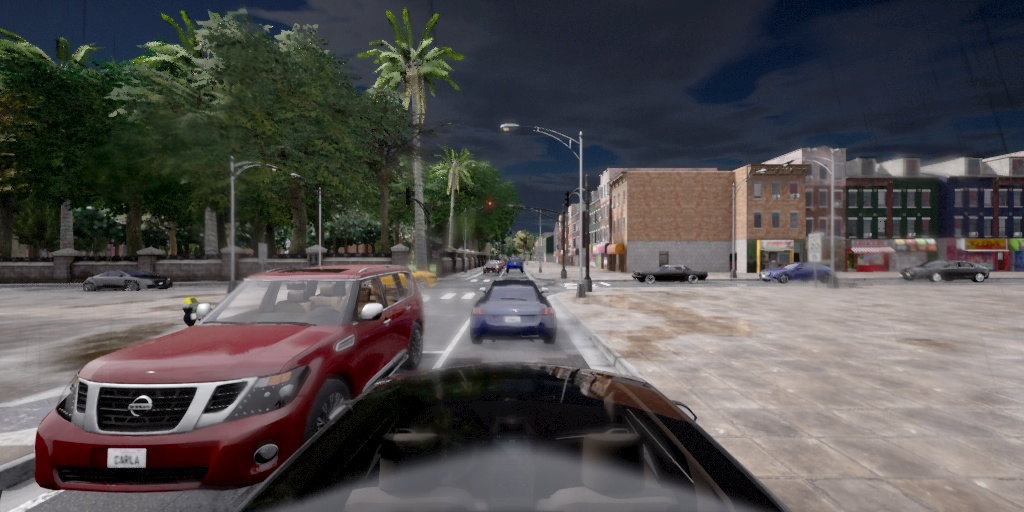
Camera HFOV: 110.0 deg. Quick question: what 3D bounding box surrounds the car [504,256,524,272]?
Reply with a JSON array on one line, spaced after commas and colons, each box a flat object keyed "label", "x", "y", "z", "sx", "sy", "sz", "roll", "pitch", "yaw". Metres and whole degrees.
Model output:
[{"label": "car", "x": 0.382, "y": 1.068, "z": 47.962, "sx": 2.150, "sy": 2.045, "sz": 5.566, "roll": 0, "pitch": 0, "yaw": 0}]

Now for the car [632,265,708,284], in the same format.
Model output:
[{"label": "car", "x": 10.982, "y": 1.279, "z": 25.271, "sx": 4.718, "sy": 1.301, "sz": 1.895, "roll": 0, "pitch": 0, "yaw": 1}]

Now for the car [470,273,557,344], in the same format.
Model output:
[{"label": "car", "x": 0.042, "y": 1.316, "z": 9.585, "sx": 1.994, "sy": 1.385, "sz": 4.181, "roll": 0, "pitch": 0, "yaw": 0}]

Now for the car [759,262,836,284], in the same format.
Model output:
[{"label": "car", "x": 20.030, "y": 1.145, "z": 25.218, "sx": 4.674, "sy": 1.442, "sz": 1.812, "roll": 0, "pitch": 0, "yaw": 0}]

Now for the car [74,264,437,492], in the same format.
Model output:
[{"label": "car", "x": -2.622, "y": 1.065, "z": 4.970, "sx": 2.192, "sy": 1.841, "sz": 5.009, "roll": 0, "pitch": 0, "yaw": 0}]

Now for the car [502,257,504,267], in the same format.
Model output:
[{"label": "car", "x": -2.365, "y": 1.290, "z": 48.803, "sx": 1.967, "sy": 1.591, "sz": 4.097, "roll": 0, "pitch": 0, "yaw": 0}]

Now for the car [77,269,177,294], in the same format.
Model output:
[{"label": "car", "x": -23.998, "y": 1.552, "z": 22.472, "sx": 4.181, "sy": 1.385, "sz": 1.994, "roll": -1, "pitch": 0, "yaw": 0}]

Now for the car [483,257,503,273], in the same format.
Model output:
[{"label": "car", "x": -2.399, "y": 1.268, "z": 43.115, "sx": 1.967, "sy": 1.591, "sz": 4.097, "roll": 0, "pitch": 0, "yaw": 0}]

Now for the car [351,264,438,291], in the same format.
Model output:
[{"label": "car", "x": -7.369, "y": 1.308, "z": 22.928, "sx": 5.008, "sy": 1.535, "sz": 1.882, "roll": -1, "pitch": 0, "yaw": -8}]

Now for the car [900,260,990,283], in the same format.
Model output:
[{"label": "car", "x": 30.271, "y": 1.072, "z": 25.167, "sx": 4.892, "sy": 1.490, "sz": 1.837, "roll": 0, "pitch": 0, "yaw": 0}]
